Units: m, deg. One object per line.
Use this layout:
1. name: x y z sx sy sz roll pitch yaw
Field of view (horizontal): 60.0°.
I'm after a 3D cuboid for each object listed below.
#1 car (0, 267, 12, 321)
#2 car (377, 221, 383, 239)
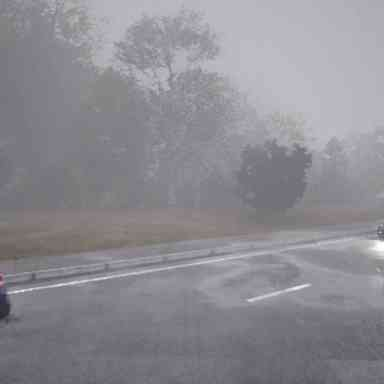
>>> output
1. car: -5.147 1.343 4.611 4.553 1.767 2.097 0 0 -35
2. car: 10.657 1.531 15.856 4.181 1.385 1.994 0 0 -36
